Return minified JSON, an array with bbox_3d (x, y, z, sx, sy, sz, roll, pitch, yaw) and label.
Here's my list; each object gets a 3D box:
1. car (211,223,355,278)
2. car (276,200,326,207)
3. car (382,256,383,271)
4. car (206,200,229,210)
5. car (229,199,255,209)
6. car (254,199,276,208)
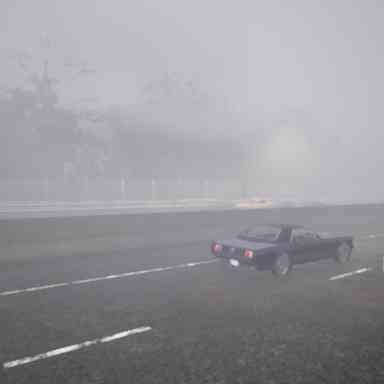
[{"bbox_3d":[2.945,1.594,10.143,4.718,1.301,1.895,0,0,-35],"label":"car"},{"bbox_3d":[9.768,1.460,28.143,5.008,1.535,1.882,0,0,-35],"label":"car"},{"bbox_3d":[6.629,1.517,8.470,4.674,1.442,1.812,0,0,-35],"label":"car"},{"bbox_3d":[3.833,1.584,36.807,4.718,1.301,1.895,0,0,-35],"label":"car"},{"bbox_3d":[6.606,1.460,34.483,5.008,1.535,1.882,0,0,-35],"label":"car"},{"bbox_3d":[8.448,1.508,31.498,4.674,1.442,1.812,0,0,-35],"label":"car"}]
